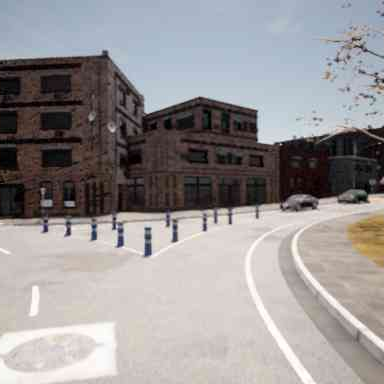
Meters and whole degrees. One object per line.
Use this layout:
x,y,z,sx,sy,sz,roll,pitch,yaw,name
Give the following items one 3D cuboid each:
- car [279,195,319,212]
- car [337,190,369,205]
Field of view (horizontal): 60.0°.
10.402,1.034,32.191,4.902,1.511,2.128,-2,1,-40,car
19.224,0.521,39.720,4.553,1.767,2.097,-2,1,-40,car
